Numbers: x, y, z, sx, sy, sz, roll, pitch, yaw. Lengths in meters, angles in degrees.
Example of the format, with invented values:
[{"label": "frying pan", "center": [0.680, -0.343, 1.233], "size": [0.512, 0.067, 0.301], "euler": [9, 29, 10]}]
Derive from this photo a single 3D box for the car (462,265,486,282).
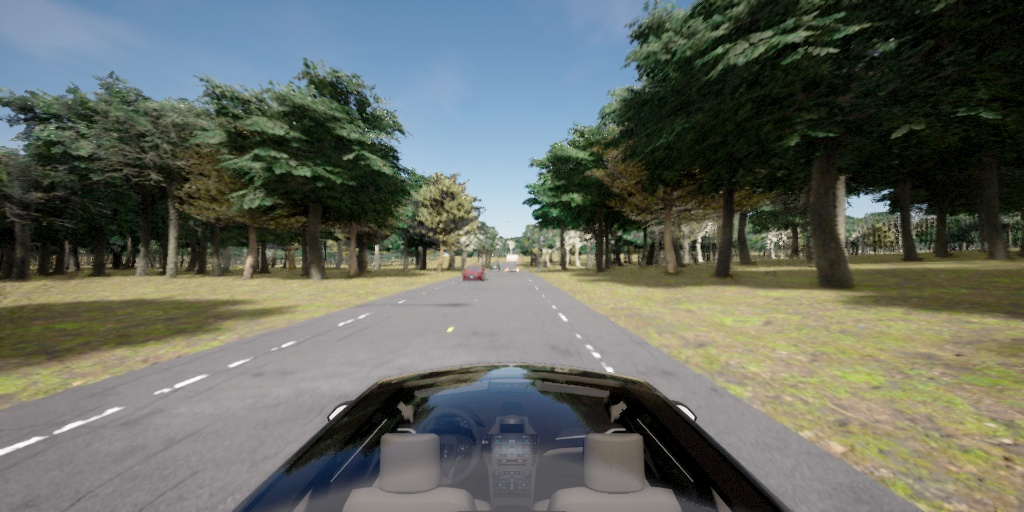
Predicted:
[{"label": "car", "center": [-3.574, 1.617, 34.313], "size": [1.882, 1.535, 5.008], "euler": [0, -1, 0]}]
